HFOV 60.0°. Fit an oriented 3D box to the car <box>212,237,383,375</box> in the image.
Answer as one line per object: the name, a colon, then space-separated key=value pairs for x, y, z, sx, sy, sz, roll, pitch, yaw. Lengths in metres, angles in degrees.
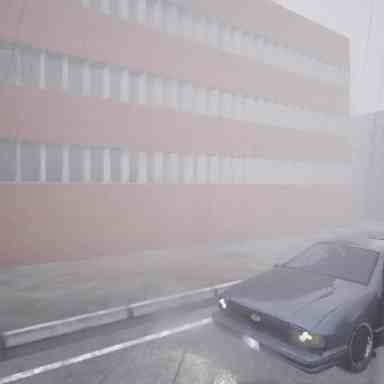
car: x=2.916 y=1.541 z=5.772 sx=5.357 sy=1.411 sz=2.033 roll=0 pitch=0 yaw=-36
